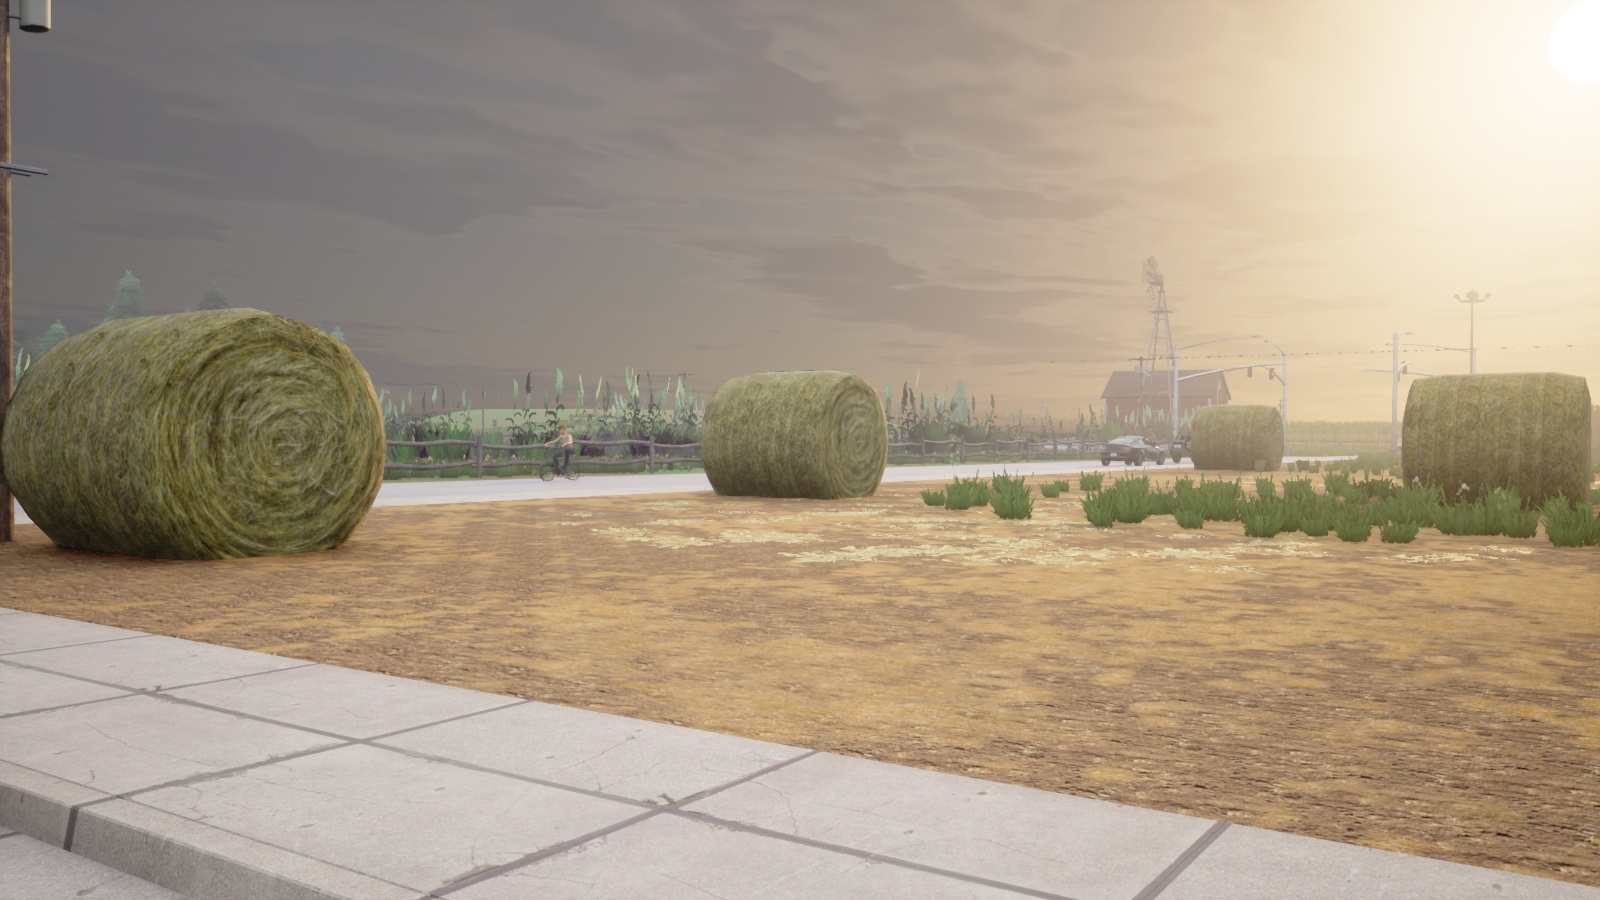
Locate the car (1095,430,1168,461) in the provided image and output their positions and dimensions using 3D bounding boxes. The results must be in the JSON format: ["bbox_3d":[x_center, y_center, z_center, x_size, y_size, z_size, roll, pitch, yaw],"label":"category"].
[{"bbox_3d":[15.937,-0.244,60.201,1.812,1.442,4.674,0,1,36],"label":"car"}]

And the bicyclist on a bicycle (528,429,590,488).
[{"bbox_3d":[-6.765,0.212,35.291,0.866,1.612,1.509,0,1,37],"label":"bicyclist on a bicycle"}]

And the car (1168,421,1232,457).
[{"bbox_3d":[21.696,-0.612,68.016,1.932,1.855,4.605,0,1,36],"label":"car"}]
